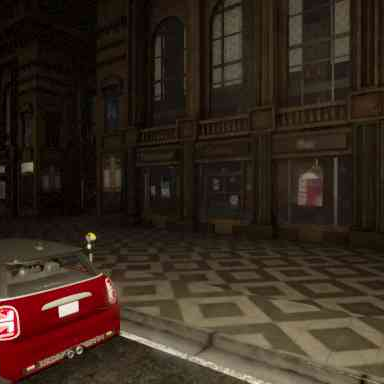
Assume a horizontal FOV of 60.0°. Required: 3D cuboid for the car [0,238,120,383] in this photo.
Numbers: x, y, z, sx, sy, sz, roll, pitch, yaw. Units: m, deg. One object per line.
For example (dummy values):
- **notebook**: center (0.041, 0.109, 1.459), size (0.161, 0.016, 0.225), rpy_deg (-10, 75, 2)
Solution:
- **car**: center (-3.069, 1.440, 5.157), size (4.097, 1.590, 1.967), rpy_deg (0, 0, 36)
